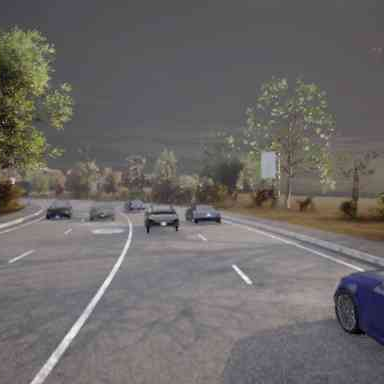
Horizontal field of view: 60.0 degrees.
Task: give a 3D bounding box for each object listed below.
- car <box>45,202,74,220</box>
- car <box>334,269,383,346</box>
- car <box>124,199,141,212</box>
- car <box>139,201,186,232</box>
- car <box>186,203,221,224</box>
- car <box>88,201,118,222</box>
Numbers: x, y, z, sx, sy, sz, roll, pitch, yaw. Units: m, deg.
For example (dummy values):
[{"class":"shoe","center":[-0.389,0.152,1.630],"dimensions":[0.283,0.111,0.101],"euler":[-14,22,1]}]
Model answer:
[{"class":"car","center":[-11.092,1.523,28.235],"dimensions":[2.033,1.411,5.357],"euler":[0,0,-15]},{"class":"car","center":[3.374,1.509,3.724],"dimensions":[1.812,1.442,4.674],"euler":[0,0,-2]},{"class":"car","center":[-6.547,1.502,37.833],"dimensions":[2.033,1.411,5.357],"euler":[0,0,-19]},{"class":"car","center":[-1.931,1.464,20.044],"dimensions":[2.128,1.511,4.902],"euler":[0,0,-10]},{"class":"car","center":[0.721,1.525,24.577],"dimensions":[1.994,1.385,4.181],"euler":[0,0,-12]},{"class":"car","center":[-7.025,1.477,26.258],"dimensions":[1.837,1.490,4.892],"euler":[0,0,-14]}]
